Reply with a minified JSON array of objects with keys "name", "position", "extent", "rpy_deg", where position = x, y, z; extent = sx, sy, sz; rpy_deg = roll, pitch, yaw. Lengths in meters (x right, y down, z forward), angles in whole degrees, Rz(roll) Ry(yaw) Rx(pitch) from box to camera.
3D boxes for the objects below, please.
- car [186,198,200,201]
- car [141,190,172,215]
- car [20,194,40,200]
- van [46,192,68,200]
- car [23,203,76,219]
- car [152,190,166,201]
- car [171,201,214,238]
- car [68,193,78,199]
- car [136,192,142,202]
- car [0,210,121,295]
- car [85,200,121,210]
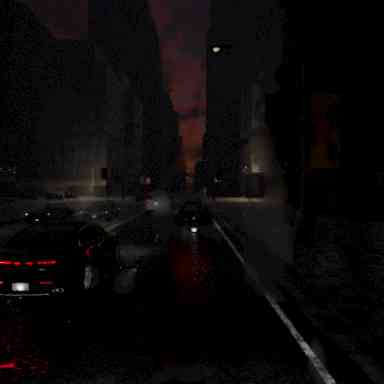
[{"name":"car","position":[0.097,1.312,34.268],"extent":[1.882,1.535,5.008],"rpy_deg":[0,0,0]},{"name":"car","position":[-3.153,1.068,31.807],"extent":[2.150,2.045,5.566],"rpy_deg":[0,0,0]},{"name":"car","position":[-36.200,1.125,74.283],"extent":[4.206,1.307,1.802],"rpy_deg":[0,1,0]},{"name":"van","position":[-30.550,0.914,74.276],"extent":[3.998,1.788,1.690],"rpy_deg":[0,1,0]},{"name":"car","position":[-9.852,1.490,23.369],"extent":[1.895,1.301,4.718],"rpy_deg":[0,0,0]},{"name":"car","position":[-6.505,0.620,66.232],"extent":[2.150,2.045,5.566],"rpy_deg":[0,0,0]},{"name":"car","position":[0.097,1.424,17.282],"extent":[1.837,1.490,4.892],"rpy_deg":[0,0,0]},{"name":"car","position":[-30.545,0.988,82.803],"extent":[4.313,1.339,1.947],"rpy_deg":[0,1,0]},{"name":"car","position":[-9.754,0.952,66.235],"extent":[2.150,2.045,5.566],"rpy_deg":[0,0,0]},{"name":"car","position":[-3.161,1.468,8.569],"extent":[1.837,1.490,4.892],"rpy_deg":[0,1,0]},{"name":"car","position":[-6.600,1.374,24.869],"extent":[2.128,1.511,4.902],"rpy_deg":[0,0,0]}]
